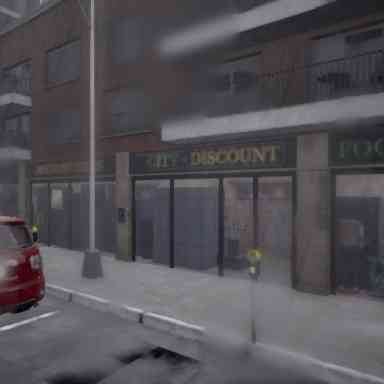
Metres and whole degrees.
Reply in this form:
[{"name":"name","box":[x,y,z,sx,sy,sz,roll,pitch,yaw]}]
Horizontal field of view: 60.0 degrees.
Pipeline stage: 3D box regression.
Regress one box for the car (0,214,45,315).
[{"name":"car","box":[-4.825,1.312,6.316,5.009,1.841,2.192,0,0,36]}]
